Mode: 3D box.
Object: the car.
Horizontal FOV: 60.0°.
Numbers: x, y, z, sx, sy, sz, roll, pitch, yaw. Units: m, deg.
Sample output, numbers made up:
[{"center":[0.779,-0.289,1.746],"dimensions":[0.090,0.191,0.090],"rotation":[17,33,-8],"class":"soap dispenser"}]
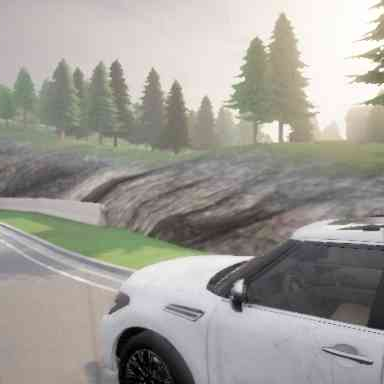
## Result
[{"center":[1.655,1.220,2.860],"dimensions":[5.566,2.045,2.150],"rotation":[1,1,36],"class":"car"}]
